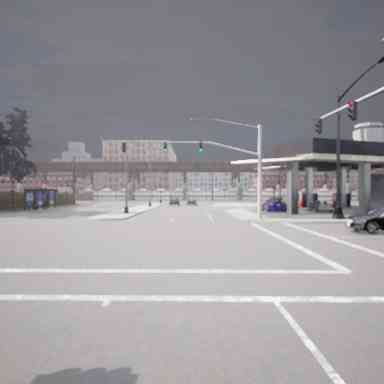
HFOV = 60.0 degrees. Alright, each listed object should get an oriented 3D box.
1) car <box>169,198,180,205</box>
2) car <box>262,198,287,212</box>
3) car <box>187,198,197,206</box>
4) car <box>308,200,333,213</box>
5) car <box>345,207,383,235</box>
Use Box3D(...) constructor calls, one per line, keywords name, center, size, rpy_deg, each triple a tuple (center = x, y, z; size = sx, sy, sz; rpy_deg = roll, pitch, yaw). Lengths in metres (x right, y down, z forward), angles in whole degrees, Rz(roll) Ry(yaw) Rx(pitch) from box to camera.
Box3D(name="car", center=(-3.437, 1.873, 65.930), size=(2.128, 1.511, 4.902), rpy_deg=(0, 0, 0))
Box3D(name="car", center=(9.687, 1.523, 39.343), size=(2.242, 1.667, 4.611), rpy_deg=(0, 0, 0))
Box3D(name="car", center=(-0.037, 1.918, 64.011), size=(2.033, 1.411, 5.357), rpy_deg=(0, 0, 0))
Box3D(name="car", center=(15.432, 1.688, 40.108), size=(1.970, 1.475, 3.806), rpy_deg=(0, 0, 0))
Box3D(name="car", center=(11.422, 1.603, 19.159), size=(4.902, 1.511, 2.128), rpy_deg=(0, 0, -1))
